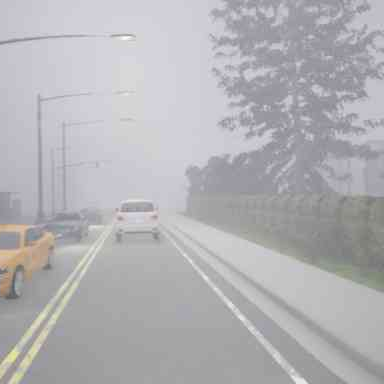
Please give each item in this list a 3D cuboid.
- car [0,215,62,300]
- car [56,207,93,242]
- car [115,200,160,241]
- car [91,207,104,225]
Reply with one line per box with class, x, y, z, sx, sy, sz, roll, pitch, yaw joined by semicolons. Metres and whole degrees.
car;-5.062;1.651;8.870;1.882;1.535;5.008;-1;-1;-10
car;-6.733;1.812;18.097;1.812;1.442;4.674;-1;-1;-11
car;-3.048;1.443;18.434;2.150;2.045;5.566;-1;-1;-10
car;-8.499;1.969;27.832;1.994;1.385;4.181;-1;-1;-10
